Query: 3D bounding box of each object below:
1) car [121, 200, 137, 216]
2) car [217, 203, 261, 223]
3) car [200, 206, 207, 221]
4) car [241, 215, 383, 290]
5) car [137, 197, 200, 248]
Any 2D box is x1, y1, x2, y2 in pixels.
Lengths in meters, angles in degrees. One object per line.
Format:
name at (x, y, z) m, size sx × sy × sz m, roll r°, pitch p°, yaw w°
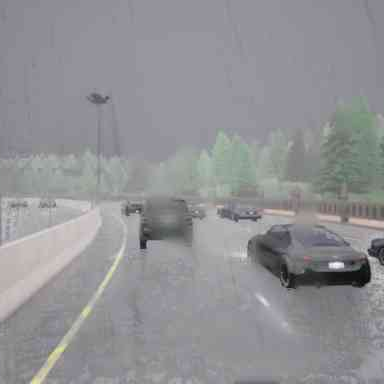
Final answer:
car at (-5.847, 1.545, 32.884) m, size 1.837 × 1.490 × 4.892 m, roll 0°, pitch 0°, yaw -19°
car at (3.583, 1.550, 26.005) m, size 2.033 × 1.411 × 5.357 m, roll 0°, pitch 0°, yaw -14°
car at (-0.317, 1.564, 27.154) m, size 2.033 × 1.411 × 5.357 m, roll 0°, pitch 0°, yaw -16°
car at (2.934, 1.559, 9.201) m, size 1.994 × 1.385 × 4.181 m, roll 0°, pitch 0°, yaw -6°
car at (-1.308, 1.236, 15.125) m, size 2.150 × 2.045 × 5.566 m, roll 0°, pitch 0°, yaw -9°
